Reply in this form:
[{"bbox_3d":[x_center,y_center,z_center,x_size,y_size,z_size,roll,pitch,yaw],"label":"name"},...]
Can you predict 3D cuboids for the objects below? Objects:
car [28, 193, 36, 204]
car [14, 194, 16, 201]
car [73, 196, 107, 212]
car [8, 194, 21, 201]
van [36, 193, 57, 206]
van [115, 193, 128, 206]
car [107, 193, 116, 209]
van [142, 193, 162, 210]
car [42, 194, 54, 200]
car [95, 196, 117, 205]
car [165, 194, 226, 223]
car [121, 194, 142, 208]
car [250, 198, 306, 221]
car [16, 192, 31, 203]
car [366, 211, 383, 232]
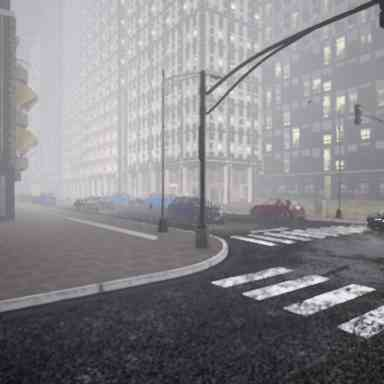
[{"bbox_3d":[-23.601,1.245,51.580,1.802,1.307,4.206,0,0,-35],"label":"car"},{"bbox_3d":[-36.676,1.208,70.007,1.947,1.339,4.313,0,0,-35],"label":"car"},{"bbox_3d":[-10.526,1.240,33.154,2.008,1.369,4.403,0,0,-35],"label":"car"},{"bbox_3d":[-39.944,1.189,74.614,2.008,1.369,4.403,0,0,-35],"label":"car"},{"bbox_3d":[-20.331,1.010,46.974,1.690,1.788,3.998,0,0,-35],"label":"van"},{"bbox_3d":[-10.227,1.033,47.217,1.690,1.788,3.998,0,0,-35],"label":"van"},{"bbox_3d":[-10.804,1.167,38.038,1.882,1.535,5.008,0,0,-35],"label":"car"},{"bbox_3d":[-3.690,1.048,38.003,1.690,1.788,3.998,0,0,-35],"label":"van"},{"bbox_3d":[-36.379,1.233,84.070,1.802,1.307,4.206,0,0,-35],"label":"car"},{"bbox_3d":[-13.498,1.251,51.823,1.947,1.339,4.313,0,0,-35],"label":"car"},{"bbox_3d":[0.259,1.069,22.430,2.097,1.767,4.553,0,0,-35],"label":"car"},{"bbox_3d":[-6.960,1.250,42.610,2.008,1.369,4.403,0,0,-35],"label":"car"},{"bbox_3d":[6.116,1.171,24.183,1.967,1.590,4.097,0,0,-35],"label":"car"},{"bbox_3d":[-30.138,0.967,60.794,2.192,1.841,5.009,0,0,-35],"label":"car"},{"bbox_3d":[10.899,1.192,15.451,5.008,1.535,1.882,-1,3,15],"label":"car"}]
